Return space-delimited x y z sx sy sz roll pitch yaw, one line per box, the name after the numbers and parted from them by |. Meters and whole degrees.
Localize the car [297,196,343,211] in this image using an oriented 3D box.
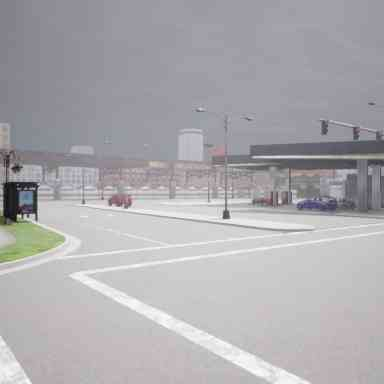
14.306 1.295 38.312 2.242 1.667 4.611 0 0 -35 | car

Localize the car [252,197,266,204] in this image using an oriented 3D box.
12.608 1.601 61.370 1.895 1.301 4.718 0 0 29 | car

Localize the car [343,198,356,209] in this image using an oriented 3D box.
18.580 1.456 42.226 1.970 1.475 3.806 0 0 -35 | car

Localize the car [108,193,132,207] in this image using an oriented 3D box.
-11.263 1.221 52.035 2.150 2.045 5.566 0 0 -35 | car
